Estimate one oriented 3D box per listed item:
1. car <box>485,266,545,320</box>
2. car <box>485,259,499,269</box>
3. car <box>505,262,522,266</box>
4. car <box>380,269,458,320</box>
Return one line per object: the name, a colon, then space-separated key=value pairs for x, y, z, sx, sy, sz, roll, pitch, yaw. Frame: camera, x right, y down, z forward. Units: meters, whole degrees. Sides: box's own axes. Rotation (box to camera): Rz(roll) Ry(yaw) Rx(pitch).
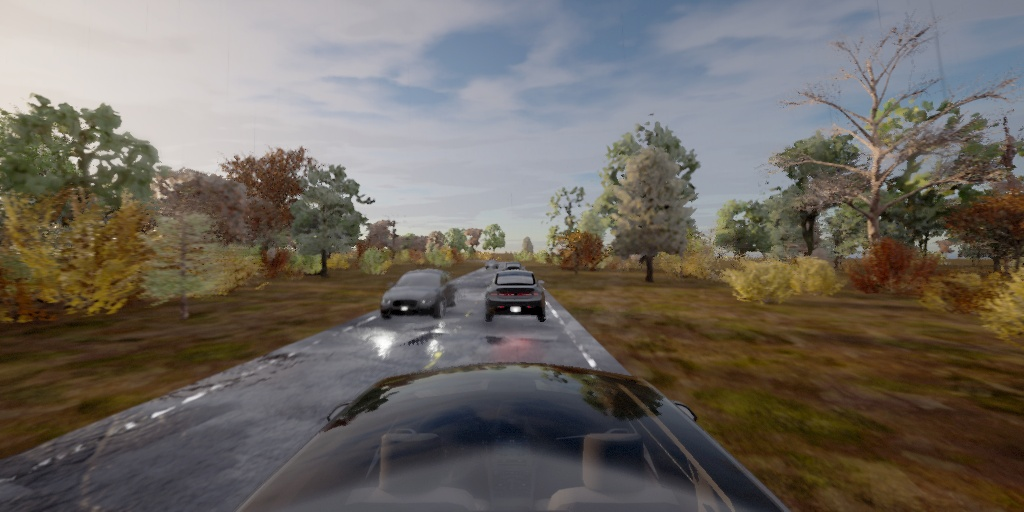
car: x=0.099 y=1.259 z=12.556 sx=1.837 sy=1.490 sz=4.892 roll=0 pitch=0 yaw=0
car: x=-3.054 y=1.269 z=54.797 sx=2.128 sy=1.511 sz=4.902 roll=0 pitch=0 yaw=1
car: x=0.102 y=1.270 z=30.657 sx=1.837 sy=1.490 sz=4.892 roll=0 pitch=0 yaw=0
car: x=-3.099 y=1.261 z=12.767 sx=1.837 sy=1.490 sz=4.892 roll=0 pitch=0 yaw=0
